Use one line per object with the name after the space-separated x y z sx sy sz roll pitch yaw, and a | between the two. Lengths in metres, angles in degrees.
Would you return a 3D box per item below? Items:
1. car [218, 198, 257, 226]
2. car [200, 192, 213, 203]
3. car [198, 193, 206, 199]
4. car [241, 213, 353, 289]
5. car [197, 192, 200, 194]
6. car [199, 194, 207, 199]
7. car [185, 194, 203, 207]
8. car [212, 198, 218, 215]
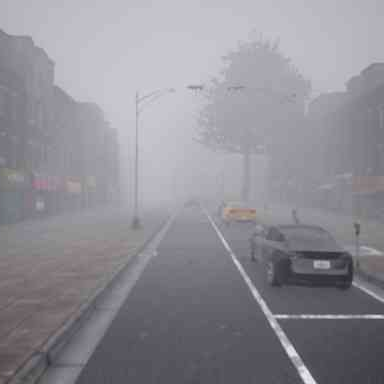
3.039 1.318 22.107 1.882 1.535 5.008 0 0 0 | car
2.727 1.056 58.887 1.967 1.590 4.097 2 0 0 | car
2.755 1.103 91.072 1.947 1.339 4.313 1 0 0 | car
2.672 1.509 8.903 1.947 1.339 4.313 2 0 0 | car
0.083 1.123 58.242 1.837 1.490 4.892 0 0 1 | car
2.750 1.105 85.635 1.947 1.339 4.313 1 0 0 | car
0.095 1.295 43.621 1.895 1.301 4.718 0 0 1 | car
3.052 1.292 29.111 1.837 1.490 4.892 0 0 0 | car
